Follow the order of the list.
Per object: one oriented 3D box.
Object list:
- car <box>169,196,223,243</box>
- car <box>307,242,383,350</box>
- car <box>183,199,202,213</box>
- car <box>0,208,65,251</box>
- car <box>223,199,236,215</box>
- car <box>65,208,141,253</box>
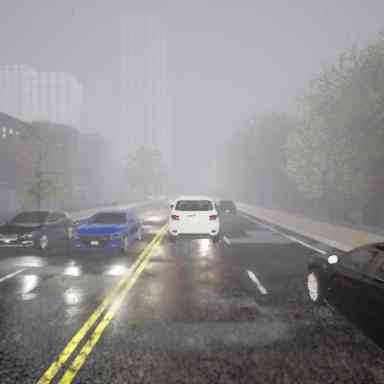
[{"bbox_3d":[0.092,1.226,16.371,2.150,2.045,5.566,0,0,0],"label":"car"},{"bbox_3d":[3.347,1.479,5.038,1.882,1.535,5.008,0,0,0],"label":"car"},{"bbox_3d":[0.084,1.554,38.208,2.033,1.411,5.357,0,0,0],"label":"car"},{"bbox_3d":[-6.602,1.509,14.306,1.837,1.490,4.892,0,0,0],"label":"car"},{"bbox_3d":[3.336,1.512,33.661,1.837,1.490,4.892,0,0,0],"label":"car"},{"bbox_3d":[-3.352,1.482,13.960,1.882,1.535,5.008,0,0,0],"label":"car"}]
